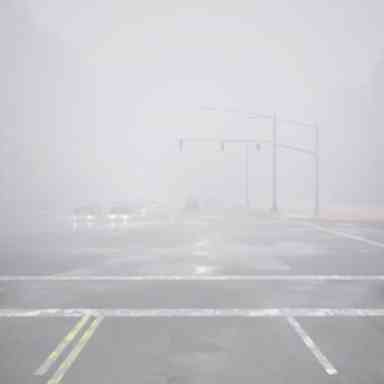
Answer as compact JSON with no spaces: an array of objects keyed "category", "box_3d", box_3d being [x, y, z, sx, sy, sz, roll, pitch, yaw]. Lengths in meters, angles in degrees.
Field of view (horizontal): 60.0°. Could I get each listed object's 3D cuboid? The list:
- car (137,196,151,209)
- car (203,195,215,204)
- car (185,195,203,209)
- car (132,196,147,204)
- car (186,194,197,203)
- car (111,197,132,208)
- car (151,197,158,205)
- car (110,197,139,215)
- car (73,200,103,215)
[{"category":"car","box_3d":[-7.147,1.530,45.070,1.812,1.442,4.674,0,0,0]},{"category":"car","box_3d":[3.411,1.511,63.780,1.837,1.490,4.892,0,0,0]},{"category":"car","box_3d":[0.039,1.496,44.063,2.128,1.511,4.902,0,0,0]},{"category":"car","box_3d":[-10.595,1.554,67.381,2.033,1.411,5.357,0,0,0]},{"category":"car","box_3d":[-0.056,1.357,67.861,2.097,1.767,4.553,0,0,0]},{"category":"car","box_3d":[-10.628,1.551,50.513,2.033,1.411,5.357,0,0,0]},{"category":"car","box_3d":[-7.148,1.569,58.223,1.994,1.385,4.181,0,0,0]},{"category":"car","box_3d":[-7.141,1.567,34.464,1.994,1.385,4.181,0,0,0]},{"category":"car","box_3d":[-10.641,1.529,34.491,1.812,1.442,4.674,0,0,0]}]
